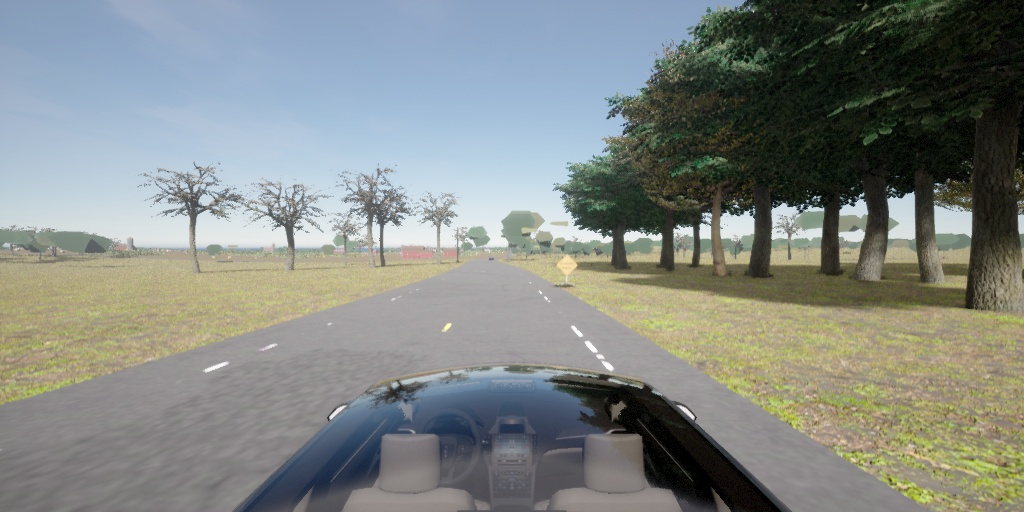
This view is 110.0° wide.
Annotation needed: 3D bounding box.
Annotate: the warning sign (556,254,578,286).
[{"bbox_3d":[3.284,0.836,21.640,1.300,1.860,1.060,0,0,-2],"label":"warning sign"}]
